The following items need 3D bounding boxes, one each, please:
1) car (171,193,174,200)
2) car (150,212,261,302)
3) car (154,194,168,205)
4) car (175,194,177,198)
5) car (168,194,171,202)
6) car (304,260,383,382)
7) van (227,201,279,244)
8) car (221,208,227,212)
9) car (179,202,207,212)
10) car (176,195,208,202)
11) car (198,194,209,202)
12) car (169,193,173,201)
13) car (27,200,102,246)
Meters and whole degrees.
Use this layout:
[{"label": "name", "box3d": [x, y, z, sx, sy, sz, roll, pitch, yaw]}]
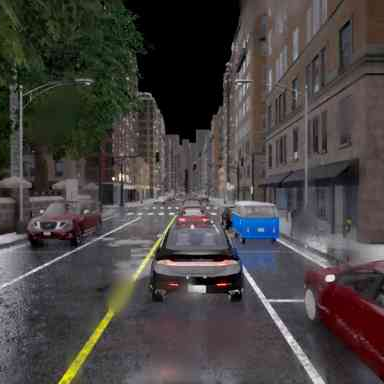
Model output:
[{"label": "car", "box3d": [-5.696, 1.492, 75.571, 1.887, 1.381, 4.507, 0, 0, 0]}, {"label": "car", "box3d": [0.097, 1.490, 8.261, 2.128, 1.511, 4.902, 0, 0, 0]}, {"label": "car", "box3d": [-5.690, 1.480, 59.049, 1.752, 1.417, 4.829, 0, 0, 0]}, {"label": "car", "box3d": [-5.700, 1.497, 86.472, 2.008, 1.369, 4.403, 0, 0, 0]}, {"label": "car", "box3d": [-5.692, 1.502, 64.669, 2.008, 1.369, 4.403, 0, 0, 0]}, {"label": "car", "box3d": [2.854, 1.544, 4.252, 1.887, 1.381, 4.507, 0, 0, 0]}, {"label": "van", "box3d": [2.850, 1.336, 15.573, 1.690, 1.788, 3.998, 0, 0, 0]}, {"label": "car", "box3d": [2.849, 1.558, 21.233, 1.947, 1.339, 4.313, 0, 0, 0]}, {"label": "car", "box3d": [0.097, 1.519, 18.523, 1.812, 1.442, 4.674, 0, 0, 0]}, {"label": "car", "box3d": [0.039, 1.339, 27.480, 2.097, 1.767, 4.553, 0, 0, 2]}, {"label": "car", "box3d": [2.829, 1.387, 75.610, 1.967, 1.590, 4.097, 0, 0, 0]}, {"label": "car", "box3d": [-5.694, 1.494, 70.120, 1.887, 1.381, 4.507, 0, 0, 0]}, {"label": "car", "box3d": [-5.675, 1.310, 15.530, 2.192, 1.841, 5.009, 0, 0, 0]}]
